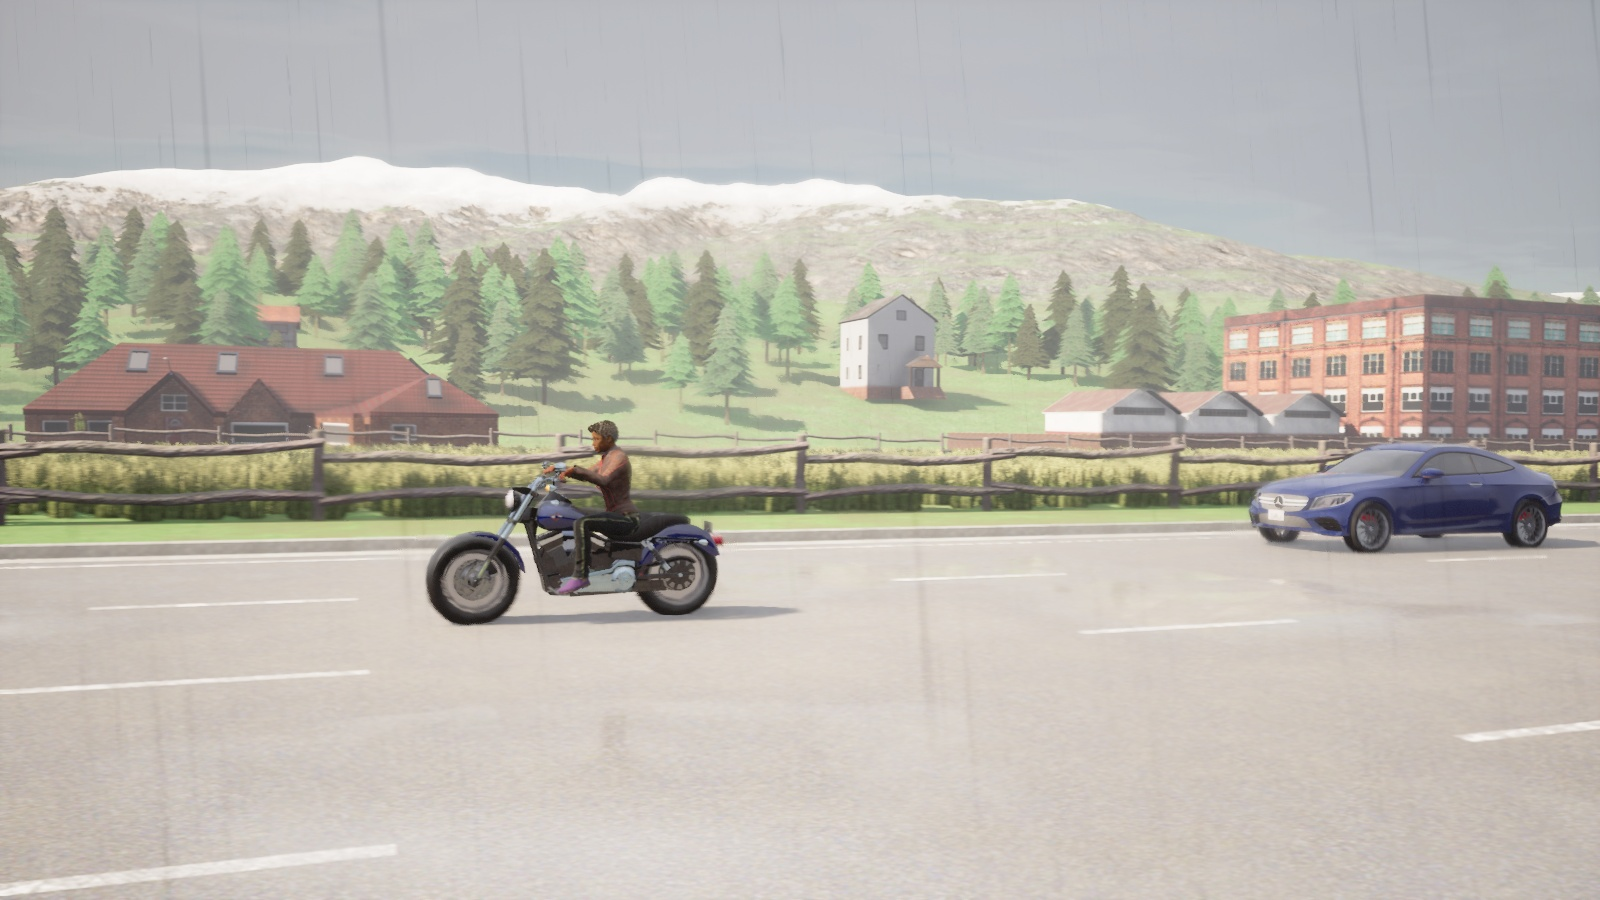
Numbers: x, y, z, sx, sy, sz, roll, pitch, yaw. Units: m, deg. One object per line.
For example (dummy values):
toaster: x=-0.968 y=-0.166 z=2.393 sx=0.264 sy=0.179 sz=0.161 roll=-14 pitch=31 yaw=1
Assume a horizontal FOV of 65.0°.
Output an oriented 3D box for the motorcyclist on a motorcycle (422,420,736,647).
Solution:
motorcyclist on a motorcycle: x=-1.763 y=0.604 z=10.056 sx=2.350 sy=1.649 sz=0.766 roll=-1 pitch=1 yaw=-21

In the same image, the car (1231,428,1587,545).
car: x=8.603 y=0.442 z=17.736 sx=4.674 sy=1.442 sz=1.812 roll=-1 pitch=1 yaw=-21
